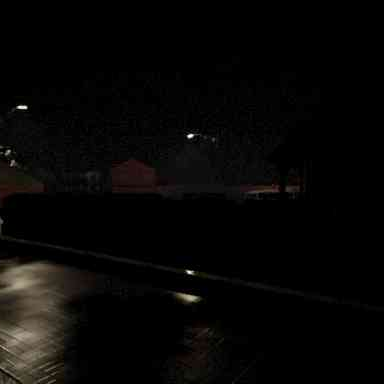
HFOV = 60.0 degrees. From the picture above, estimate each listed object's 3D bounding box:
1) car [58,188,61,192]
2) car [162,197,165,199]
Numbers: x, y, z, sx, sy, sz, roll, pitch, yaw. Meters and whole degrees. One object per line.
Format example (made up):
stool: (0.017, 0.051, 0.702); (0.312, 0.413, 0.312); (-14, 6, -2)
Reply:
car: (-26.555, 0.131, 65.210); (3.866, 1.878, 1.905); (1, 1, 36)
car: (-4.243, 1.147, 34.478); (1.882, 1.535, 5.008); (1, 1, 36)
